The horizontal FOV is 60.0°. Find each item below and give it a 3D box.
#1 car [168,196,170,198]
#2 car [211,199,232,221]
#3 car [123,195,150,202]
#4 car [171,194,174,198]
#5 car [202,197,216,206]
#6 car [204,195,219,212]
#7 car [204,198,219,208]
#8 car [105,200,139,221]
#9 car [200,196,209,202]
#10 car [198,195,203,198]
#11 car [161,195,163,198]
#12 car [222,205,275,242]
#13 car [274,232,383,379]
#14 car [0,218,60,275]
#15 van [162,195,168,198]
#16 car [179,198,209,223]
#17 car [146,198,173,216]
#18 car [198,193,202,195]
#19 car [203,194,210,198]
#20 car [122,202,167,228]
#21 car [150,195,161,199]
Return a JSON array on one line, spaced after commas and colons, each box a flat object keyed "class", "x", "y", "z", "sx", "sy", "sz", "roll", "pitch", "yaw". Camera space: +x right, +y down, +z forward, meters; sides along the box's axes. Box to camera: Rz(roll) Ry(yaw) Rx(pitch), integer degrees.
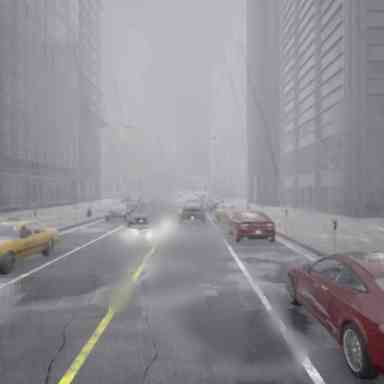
[{"class": "car", "x": -5.759, "y": 1.444, "z": 64.911, "sx": 1.967, "sy": 1.590, "sz": 4.097, "roll": 0, "pitch": 0, "yaw": 0}, {"class": "car", "x": 2.763, "y": 1.517, "z": 27.089, "sx": 1.752, "sy": 1.417, "sz": 4.829, "roll": 0, "pitch": 0, "yaw": 0}, {"class": "car", "x": -5.762, "y": 1.308, "z": 32.355, "sx": 2.192, "sy": 1.841, "sz": 5.009, "roll": 0, "pitch": 0, "yaw": 0}, {"class": "car", "x": -5.757, "y": 1.588, "z": 75.764, "sx": 1.802, "sy": 1.307, "sz": 4.206, "roll": 0, "pitch": 0, "yaw": 0}, {"class": "car", "x": 2.766, "y": 1.549, "z": 54.044, "sx": 2.008, "sy": 1.369, "sz": 4.403, "roll": 0, "pitch": 0, "yaw": 0}, {"class": "car", "x": 2.764, "y": 1.433, "z": 37.769, "sx": 1.967, "sy": 1.590, "sz": 4.097, "roll": 0, "pitch": 0, "yaw": 0}, {"class": "car", "x": 2.764, "y": 1.541, "z": 48.619, "sx": 1.887, "sy": 1.381, "sz": 4.507, "roll": 0, "pitch": 0, "yaw": 0}, {"class": "car", "x": -5.762, "y": 1.575, "z": 26.929, "sx": 1.802, "sy": 1.307, "sz": 4.206, "roll": 0, "pitch": 0, "yaw": 0}, {"class": "car", "x": 2.768, "y": 1.570, "z": 75.745, "sx": 1.947, "sy": 1.339, "sz": 4.313, "roll": 0, "pitch": 0, "yaw": 0}, {"class": "car", "x": 0.096, "y": 1.487, "z": 45.212, "sx": 2.128, "sy": 1.511, "sz": 4.902, "roll": 0, "pitch": 0, "yaw": 0}, {"class": "car", "x": -5.760, "y": 1.542, "z": 48.632, "sx": 1.887, "sy": 1.381, "sz": 4.507, "roll": 0, "pitch": 0, "yaw": 0}, {"class": "car", "x": 2.762, "y": 1.538, "z": 16.069, "sx": 1.887, "sy": 1.381, "sz": 4.507, "roll": 0, "pitch": 0, "yaw": 0}, {"class": "car", "x": 2.762, "y": 1.579, "z": 5.219, "sx": 1.802, "sy": 1.307, "sz": 4.206, "roll": 0, "pitch": 0, "yaw": 0}, {"class": "car", "x": -5.763, "y": 1.522, "z": 10.481, "sx": 1.752, "sy": 1.417, "sz": 4.829, "roll": 0, "pitch": 0, "yaw": 0}, {"class": "van", "x": -5.760, "y": 1.343, "z": 59.485, "sx": 1.690, "sy": 1.788, "sz": 3.998, "roll": 0, "pitch": 0, "yaw": 0}, {"class": "car", "x": 0.069, "y": 1.498, "z": 25.263, "sx": 1.837, "sy": 1.490, "sz": 4.892, "roll": 0, "pitch": 0, "yaw": 0}, {"class": "car", "x": -2.996, "y": 1.594, "z": 32.496, "sx": 1.895, "sy": 1.301, "sz": 4.718, "roll": 0, "pitch": 0, "yaw": 0}, {"class": "car", "x": 2.766, "y": 1.317, "z": 64.894, "sx": 2.192, "sy": 1.841, "sz": 5.009, "roll": 0, "pitch": 0, "yaw": 0}, {"class": "car", "x": 2.764, "y": 1.434, "z": 43.194, "sx": 1.967, "sy": 1.590, "sz": 4.097, "roll": 0, "pitch": 0, "yaw": 0}, {"class": "car", "x": -3.024, "y": 1.557, "z": 21.943, "sx": 1.994, "sy": 1.385, "sz": 4.181, "roll": 0, "pitch": 0, "yaw": 1}, {"class": "car", "x": -5.761, "y": 1.310, "z": 43.207, "sx": 2.192, "sy": 1.841, "sz": 5.009, "roll": 0, "pitch": 0, "yaw": 0}]
